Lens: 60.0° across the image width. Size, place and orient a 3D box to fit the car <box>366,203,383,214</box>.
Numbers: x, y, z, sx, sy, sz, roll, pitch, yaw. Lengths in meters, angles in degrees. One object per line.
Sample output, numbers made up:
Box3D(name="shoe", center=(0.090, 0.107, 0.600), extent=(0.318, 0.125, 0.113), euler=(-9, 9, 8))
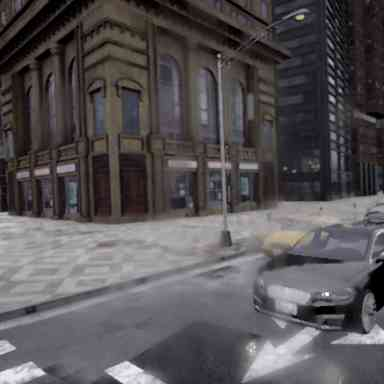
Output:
Box3D(name="car", center=(11.178, 1.273, 18.915), extent=(2.008, 1.369, 4.403), euler=(-3, -1, 44))

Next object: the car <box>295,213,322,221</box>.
Box3D(name="car", center=(4.260, 1.457, 11.776), extent=(1.752, 1.417, 4.829), euler=(-3, -1, 44))

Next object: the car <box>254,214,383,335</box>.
Box3D(name="car", center=(3.167, 1.459, 6.855), extent=(4.902, 1.511, 2.128), euler=(-2, 0, -45))
